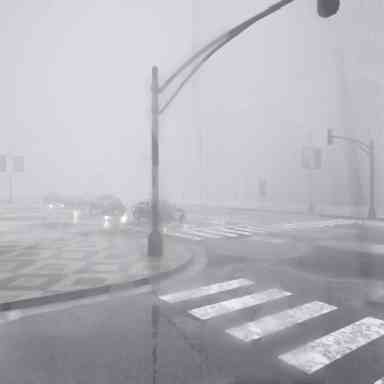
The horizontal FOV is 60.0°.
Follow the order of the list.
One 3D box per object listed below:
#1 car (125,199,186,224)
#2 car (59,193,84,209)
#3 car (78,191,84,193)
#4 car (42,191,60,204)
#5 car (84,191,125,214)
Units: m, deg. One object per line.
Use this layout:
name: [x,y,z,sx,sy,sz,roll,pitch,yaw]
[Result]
car: [-2.325,1.243,22.316,2.128,1.511,4.902,0,1,-36]
car: [-12.900,1.094,37.009,1.895,1.301,4.718,0,1,-36]
car: [-21.671,0.519,66.194,1.882,1.535,5.008,0,1,-36]
car: [-18.885,0.693,45.371,2.097,1.767,4.553,0,1,-35]
car: [-7.655,0.975,29.717,2.097,1.767,4.553,0,1,-36]
